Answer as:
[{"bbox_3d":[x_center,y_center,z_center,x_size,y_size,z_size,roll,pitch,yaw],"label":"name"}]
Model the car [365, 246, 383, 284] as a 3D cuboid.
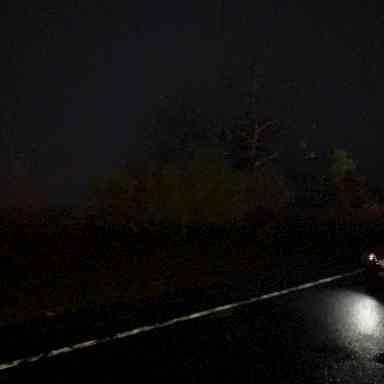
[{"bbox_3d":[6.319,1.543,8.494,4.674,1.442,1.812,0,0,-36],"label":"car"}]
